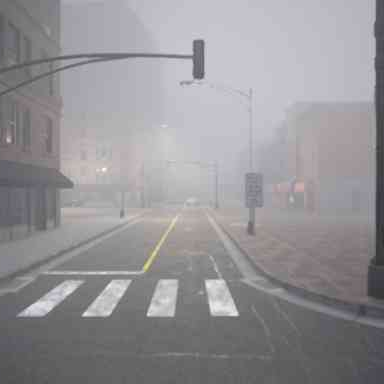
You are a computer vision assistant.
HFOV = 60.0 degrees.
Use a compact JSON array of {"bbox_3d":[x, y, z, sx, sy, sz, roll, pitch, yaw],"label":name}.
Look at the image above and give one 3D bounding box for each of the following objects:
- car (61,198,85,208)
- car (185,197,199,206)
[{"bbox_3d":[-18.978,1.627,51.013,4.892,1.490,1.837,0,0,9],"label":"car"},{"bbox_3d":[-0.002,1.570,55.314,1.812,1.442,4.674,0,0,0],"label":"car"}]
